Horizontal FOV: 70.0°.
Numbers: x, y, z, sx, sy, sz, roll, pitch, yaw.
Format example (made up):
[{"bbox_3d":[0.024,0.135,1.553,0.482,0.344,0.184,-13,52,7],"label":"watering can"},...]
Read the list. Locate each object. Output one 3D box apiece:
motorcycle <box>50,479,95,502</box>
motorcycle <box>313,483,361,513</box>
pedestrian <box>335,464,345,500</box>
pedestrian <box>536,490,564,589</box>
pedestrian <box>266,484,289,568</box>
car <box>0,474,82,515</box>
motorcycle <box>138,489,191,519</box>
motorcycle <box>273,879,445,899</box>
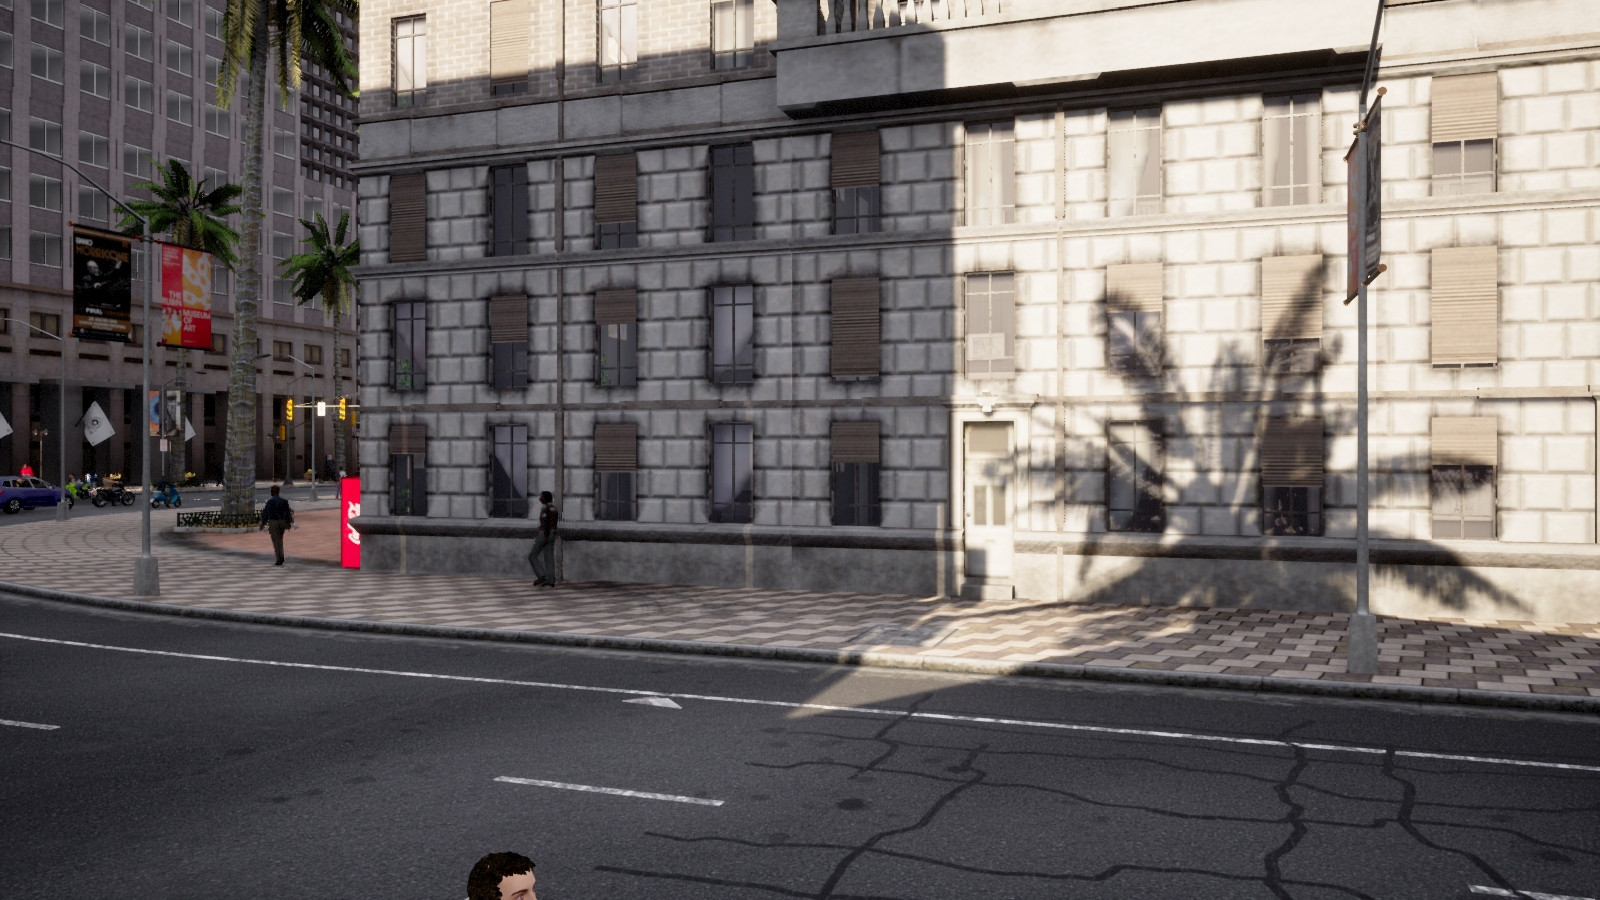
[{"bbox_3d":[-39.762,2.213,62.479,0.803,1.145,2.033,0,0,20],"label":"motorcycle"},{"bbox_3d":[-21.134,2.170,52.239,0.764,1.277,2.356,0,0,16],"label":"motorcycle"},{"bbox_3d":[-24.482,1.696,60.810,0.375,1.860,0.375,0,0,44],"label":"pedestrian"},{"bbox_3d":[-4.787,1.696,21.896,0.375,1.860,0.375,0,0,22],"label":"pedestrian"},{"bbox_3d":[-11.790,1.696,25.786,0.375,1.860,0.375,0,0,-44],"label":"pedestrian"},{"bbox_3d":[-35.215,1.968,51.598,2.242,1.667,4.611,0,0,9],"label":"car"},{"bbox_3d":[-26.173,2.213,47.119,0.803,1.145,2.033,0,0,9],"label":"motorcycle"},{"bbox_3d":[-1.030,2.213,3.640,2.033,1.145,0.803,0,0,20],"label":"motorcycle"}]
